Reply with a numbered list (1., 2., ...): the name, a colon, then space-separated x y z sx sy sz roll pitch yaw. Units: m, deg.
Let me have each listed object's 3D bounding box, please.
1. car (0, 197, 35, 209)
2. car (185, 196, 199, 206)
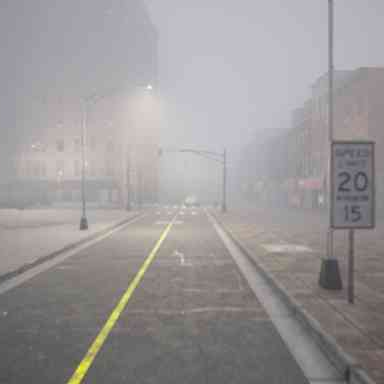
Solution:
1. car: -22.394 1.365 41.963 4.892 1.490 1.837 0 1 10
2. car: -0.008 1.257 47.881 1.812 1.442 4.674 0 1 0
